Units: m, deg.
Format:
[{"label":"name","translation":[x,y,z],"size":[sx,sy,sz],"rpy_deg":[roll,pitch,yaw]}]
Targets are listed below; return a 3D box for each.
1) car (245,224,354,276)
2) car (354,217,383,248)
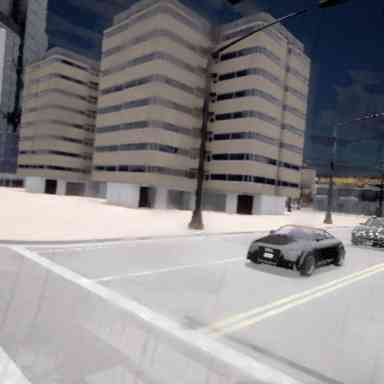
[{"label":"car","translation":[3.717,1.859,11.555],"size":[1.994,1.385,4.181],"rpy_deg":[5,0,44]},{"label":"car","translation":[10.829,2.225,18.964],"size":[2.097,1.767,4.553],"rpy_deg":[5,0,44]}]
